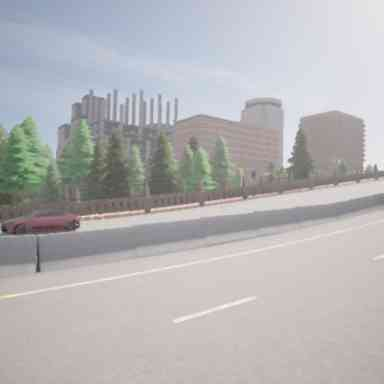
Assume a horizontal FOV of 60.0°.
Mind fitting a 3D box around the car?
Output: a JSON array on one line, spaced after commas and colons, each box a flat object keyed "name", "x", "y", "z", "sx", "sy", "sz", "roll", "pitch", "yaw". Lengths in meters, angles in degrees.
[{"name": "car", "x": -8.674, "y": 1.697, "z": 19.334, "sx": 4.181, "sy": 1.385, "sz": 1.994, "roll": -1, "pitch": 0, "yaw": -36}]
